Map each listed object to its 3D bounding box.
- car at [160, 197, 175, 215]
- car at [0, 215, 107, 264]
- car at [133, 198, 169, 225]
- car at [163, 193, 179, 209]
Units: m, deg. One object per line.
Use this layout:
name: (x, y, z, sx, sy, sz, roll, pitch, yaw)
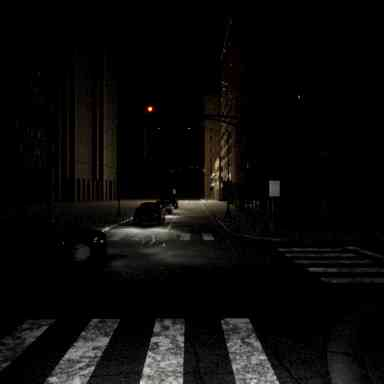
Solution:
car: (-3.034, 1.527, 34.401, 1.812, 1.442, 4.674, 0, 0, 0)
car: (-5.304, 1.481, 10.610, 5.008, 1.535, 1.882, 0, 0, -21)
car: (-3.052, 1.479, 24.437, 1.882, 1.535, 5.008, 0, 0, 0)
car: (-2.999, 1.222, 45.111, 2.150, 2.045, 5.566, 0, 0, 1)
